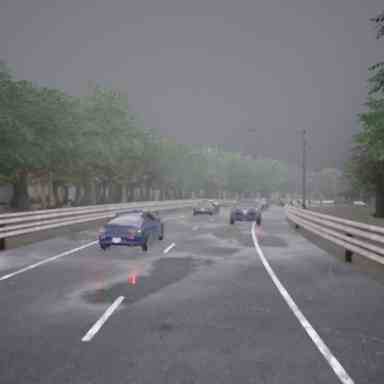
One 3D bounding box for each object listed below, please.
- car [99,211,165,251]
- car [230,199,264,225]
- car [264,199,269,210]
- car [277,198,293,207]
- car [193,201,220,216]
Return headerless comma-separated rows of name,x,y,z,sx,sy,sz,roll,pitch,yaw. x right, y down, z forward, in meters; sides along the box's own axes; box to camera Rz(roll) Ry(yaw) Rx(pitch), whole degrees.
car,-2.371,1.508,13.890,1.812,1.442,4.674,0,0,6
car,3.994,1.381,24.384,2.097,1.767,4.553,0,0,12
car,9.134,1.685,44.977,2.128,1.511,4.902,0,0,25
car,17.240,1.952,61.426,1.837,1.490,4.892,0,-1,32
car,1.517,1.616,32.905,1.994,1.385,4.181,0,0,15
